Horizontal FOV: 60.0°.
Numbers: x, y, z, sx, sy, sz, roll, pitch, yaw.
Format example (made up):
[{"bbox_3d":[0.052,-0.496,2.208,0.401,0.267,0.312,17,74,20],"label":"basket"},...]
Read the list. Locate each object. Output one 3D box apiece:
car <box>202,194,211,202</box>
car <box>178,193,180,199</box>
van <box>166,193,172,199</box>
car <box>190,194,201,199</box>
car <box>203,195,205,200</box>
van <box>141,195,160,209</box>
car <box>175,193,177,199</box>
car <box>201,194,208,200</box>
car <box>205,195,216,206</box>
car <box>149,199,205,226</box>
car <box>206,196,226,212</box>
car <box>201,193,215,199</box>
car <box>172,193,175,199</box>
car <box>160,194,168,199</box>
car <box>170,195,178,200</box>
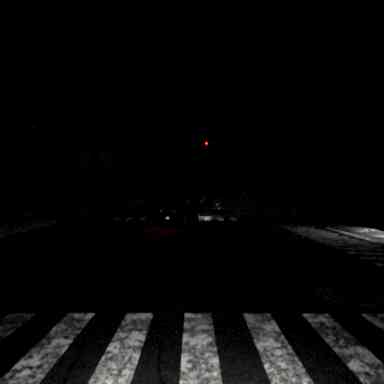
[{"bbox_3d":[3.260,1.349,76.523,1.967,1.590,4.097,0,0,0],"label":"car"},{"bbox_3d":[-5.171,1.213,87.615,2.192,1.841,5.009,0,0,0],"label":"car"},{"bbox_3d":[-5.359,1.261,65.565,1.690,1.788,3.998,0,0,0],"label":"van"},{"bbox_3d":[0.499,1.522,64.556,1.895,1.301,4.718,0,0,1],"label":"car"},{"bbox_3d":[3.025,1.489,48.958,2.008,1.369,4.403,0,0,0],"label":"car"},{"bbox_3d":[-5.547,1.286,43.515,1.690,1.788,3.998,0,0,0],"label":"van"},{"bbox_3d":[-5.265,1.224,76.590,2.192,1.841,5.009,0,0,0],"label":"car"},{"bbox_3d":[3.401,1.333,93.061,1.967,1.590,4.097,0,0,0],"label":"car"},{"bbox_3d":[2.979,1.470,43.615,1.752,1.417,4.829,0,0,0],"label":"car"},{"bbox_3d":[-0.921,1.484,23.873,2.128,1.511,4.902,1,0,16],"label":"car"},{"bbox_3d":[2.931,1.502,37.932,2.008,1.369,4.403,0,0,0],"label":"car"},{"bbox_3d":[3.072,1.247,54.470,2.192,1.841,5.009,0,0,0],"label":"car"},{"bbox_3d":[-5.312,1.459,71.078,1.887,1.381,4.507,0,0,0],"label":"car"},{"bbox_3d":[-5.453,1.498,54.540,1.947,1.339,4.313,0,0,0],"label":"car"},{"bbox_3d":[-5.124,1.458,93.127,1.947,1.339,4.313,0,0,0],"label":"car"}]
